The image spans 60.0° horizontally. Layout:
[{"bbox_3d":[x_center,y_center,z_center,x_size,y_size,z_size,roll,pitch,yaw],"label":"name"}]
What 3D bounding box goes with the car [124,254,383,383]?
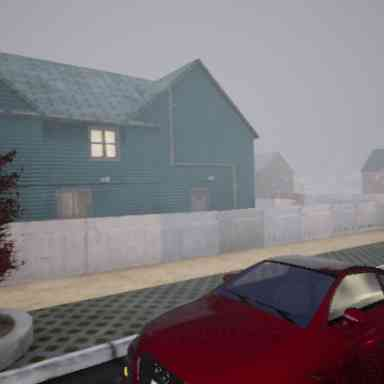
[{"bbox_3d":[1.337,1.534,4.016,4.181,1.385,1.994,-1,0,-35],"label":"car"}]
